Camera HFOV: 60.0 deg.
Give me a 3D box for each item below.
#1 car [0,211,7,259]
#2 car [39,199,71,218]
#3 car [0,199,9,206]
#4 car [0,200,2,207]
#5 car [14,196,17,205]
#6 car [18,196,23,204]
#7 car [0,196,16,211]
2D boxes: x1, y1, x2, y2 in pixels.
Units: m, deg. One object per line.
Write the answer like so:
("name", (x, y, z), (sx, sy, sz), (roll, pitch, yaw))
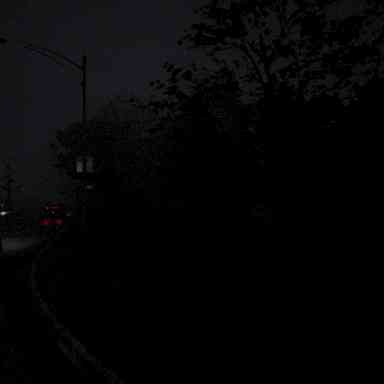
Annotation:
("car", (-6.630, 1.488, 8.983), (2.128, 1.511, 4.902), (0, -1, -16))
("car", (-13.839, 1.756, 33.840), (2.128, 1.511, 4.902), (0, -1, -16))
("car", (-42.537, 2.378, 72.255), (4.674, 1.452, 2.002), (-1, 0, -36))
("car", (-40.858, 2.338, 66.539), (4.792, 1.488, 2.163), (-1, 0, -36))
("car", (-43.396, 2.098, 75.100), (5.566, 2.045, 2.435), (-1, 0, -36))
("car", (-45.014, 2.108, 80.875), (5.566, 2.045, 2.435), (-1, 0, -36))
("car", (-26.657, 1.870, 46.396), (2.097, 1.767, 4.553), (0, -1, -16))
